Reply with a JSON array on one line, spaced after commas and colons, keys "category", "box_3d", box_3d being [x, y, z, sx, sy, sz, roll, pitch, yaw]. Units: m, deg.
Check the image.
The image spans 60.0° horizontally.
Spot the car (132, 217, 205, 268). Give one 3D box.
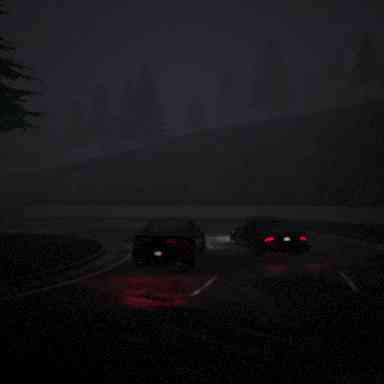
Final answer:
[{"category": "car", "box_3d": [-0.663, 1.652, 12.036, 1.882, 1.535, 5.008, 1, -1, 7]}]

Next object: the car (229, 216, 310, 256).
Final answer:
[{"category": "car", "box_3d": [2.988, 1.721, 14.001, 2.033, 1.411, 5.357, 0, -1, -7]}]
